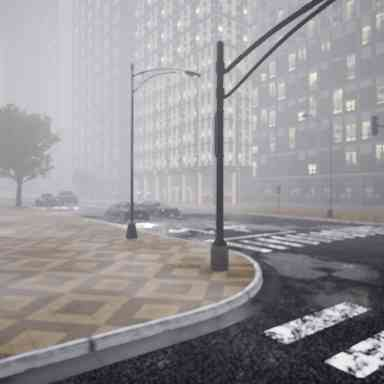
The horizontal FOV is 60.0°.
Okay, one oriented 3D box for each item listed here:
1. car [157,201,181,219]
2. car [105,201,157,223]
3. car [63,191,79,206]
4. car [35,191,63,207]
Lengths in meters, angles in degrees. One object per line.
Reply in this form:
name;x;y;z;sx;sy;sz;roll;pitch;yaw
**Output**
car;-2.843;1.410;26.819;1.895;1.301;4.718;0;0;-37
car;-4.594;1.372;23.733;1.994;1.385;4.181;0;0;-37
car;-17.756;0.818;46.957;2.150;2.045;5.566;0;0;-36
car;-18.614;0.959;42.620;2.097;1.767;4.553;0;0;-36
